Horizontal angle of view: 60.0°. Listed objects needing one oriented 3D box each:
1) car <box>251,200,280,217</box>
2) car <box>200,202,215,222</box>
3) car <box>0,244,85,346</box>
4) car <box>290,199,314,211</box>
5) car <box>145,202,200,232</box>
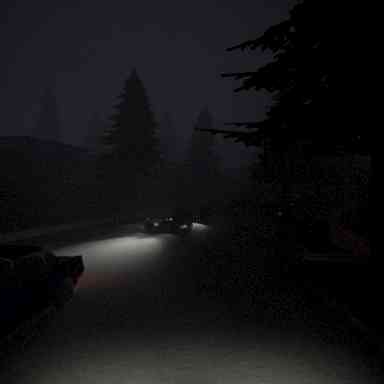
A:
[{"bbox_3d":[7.087,1.539,32.056,1.812,1.442,4.674,0,0,27],"label":"car"},{"bbox_3d":[0.386,1.483,26.599,1.994,1.385,4.181,0,0,21],"label":"car"},{"bbox_3d":[-3.402,1.603,5.194,1.895,1.301,4.718,0,0,2],"label":"car"},{"bbox_3d":[13.612,1.565,41.861,2.033,1.411,5.357,0,0,39],"label":"car"},{"bbox_3d":[-1.305,1.501,20.395,2.128,1.511,4.902,0,0,15],"label":"car"}]
